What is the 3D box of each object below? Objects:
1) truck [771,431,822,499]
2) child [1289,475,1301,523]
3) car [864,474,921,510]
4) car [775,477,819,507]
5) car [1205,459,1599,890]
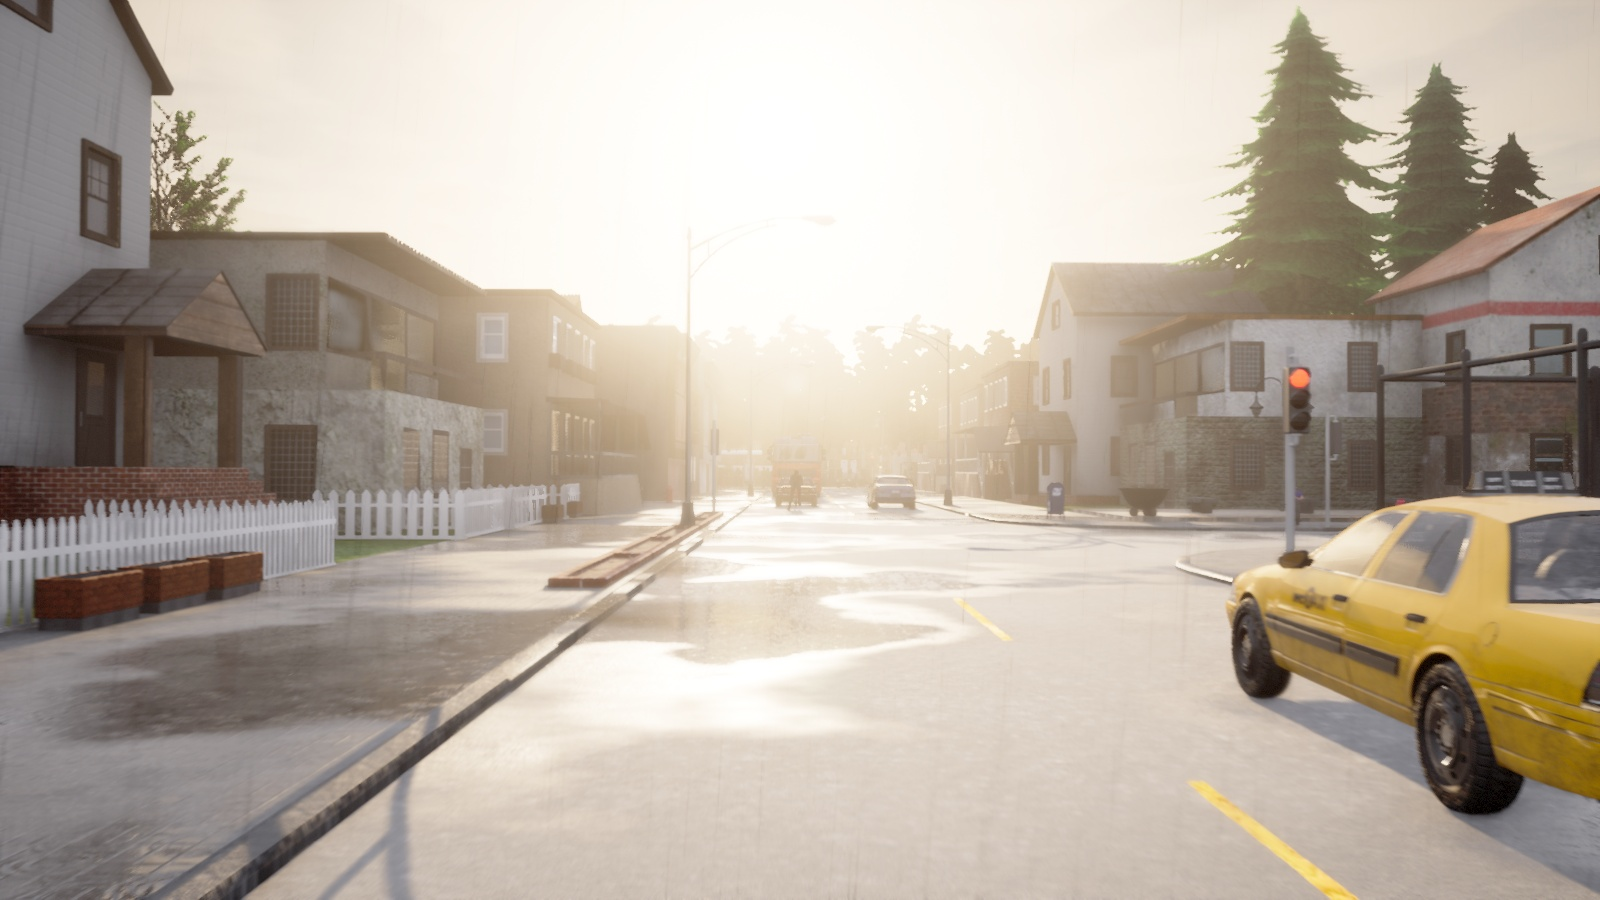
[{"bbox_3d":[-0.197,0.921,75.895,2.891,3.827,8.468,0,-1,0],"label":"truck"},{"bbox_3d":[13.298,1.309,33.725,0.270,1.263,0.437,-1,-1,19],"label":"child"},{"bbox_3d":[3.866,1.739,53.311,2.033,1.411,5.357,0,-1,0],"label":"car"},{"bbox_3d":[-0.144,1.869,56.931,1.895,1.301,4.718,0,-1,0],"label":"car"},{"bbox_3d":[3.917,0.854,6.951,1.801,1.575,5.366,0,-1,2],"label":"car"}]
